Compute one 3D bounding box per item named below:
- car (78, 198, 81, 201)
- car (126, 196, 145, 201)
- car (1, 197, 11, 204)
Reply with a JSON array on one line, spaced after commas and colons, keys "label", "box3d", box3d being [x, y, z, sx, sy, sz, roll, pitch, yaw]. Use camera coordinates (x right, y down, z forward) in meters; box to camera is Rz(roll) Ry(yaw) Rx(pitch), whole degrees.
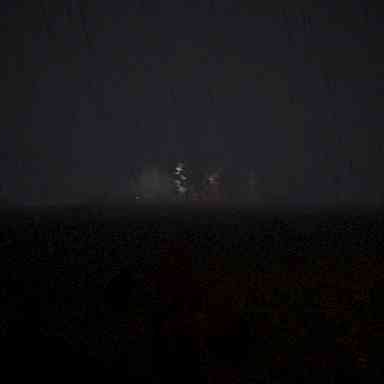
[{"label": "car", "box3d": [-25.690, 1.651, 81.439, 1.837, 1.490, 4.892, 0, 0, 34]}, {"label": "car", "box3d": [-15.071, 1.710, 85.495, 2.128, 1.511, 4.902, 0, 0, 28]}, {"label": "car", "box3d": [-37.372, 1.616, 64.014, 1.812, 1.442, 4.674, 0, 0, 34]}]
